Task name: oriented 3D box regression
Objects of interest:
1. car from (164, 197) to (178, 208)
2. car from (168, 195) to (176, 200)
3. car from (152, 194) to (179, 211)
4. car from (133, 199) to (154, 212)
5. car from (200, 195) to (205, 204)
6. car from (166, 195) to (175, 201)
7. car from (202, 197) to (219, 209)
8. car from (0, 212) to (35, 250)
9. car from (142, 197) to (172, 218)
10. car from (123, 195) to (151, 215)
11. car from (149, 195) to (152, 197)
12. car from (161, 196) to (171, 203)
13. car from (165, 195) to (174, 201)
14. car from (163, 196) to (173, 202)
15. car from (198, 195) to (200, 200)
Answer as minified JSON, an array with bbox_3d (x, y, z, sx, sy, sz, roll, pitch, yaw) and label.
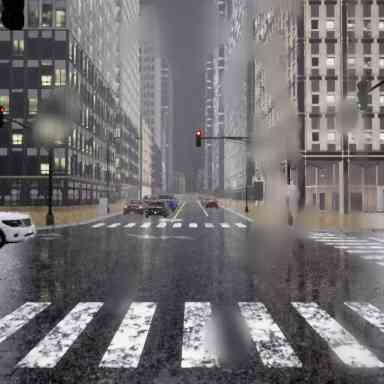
[{"bbox_3d":[-3.114,1.524,50.864,1.837,1.490,4.892,0,0,0],"label":"car"},{"bbox_3d":[-5.725,1.605,95.072,1.947,1.339,4.313,1,0,0],"label":"car"},{"bbox_3d":[-3.115,1.237,40.456,2.150,2.045,5.566,0,0,0],"label":"car"},{"bbox_3d":[-5.697,1.597,39.320,1.802,1.307,4.206,1,0,0],"label":"car"},{"bbox_3d":[2.676,1.547,56.288,1.752,1.417,4.829,1,0,0],"label":"car"},{"bbox_3d":[-5.722,1.587,89.497,2.008,1.369,4.403,1,0,0],"label":"car"},{"bbox_3d":[2.680,1.599,44.962,1.802,1.307,4.206,1,0,0],"label":"car"},{"bbox_3d":[-9.329,1.207,13.163,5.566,2.045,2.150,0,0,-9],"label":"car"},{"bbox_3d":[-3.116,1.516,30.428,1.837,1.490,4.892,0,0,0],"label":"car"},{"bbox_3d":[-5.691,1.453,33.745,1.967,1.590,4.097,1,0,0],"label":"car"},{"bbox_3d":[-5.694,1.332,44.896,2.192,1.841,5.009,1,0,0],"label":"car"},{"bbox_3d":[-5.713,1.573,72.771,1.887,1.381,4.507,1,0,0],"label":"car"},{"bbox_3d":[-5.719,1.578,83.922,1.887,1.381,4.507,1,0,0],"label":"car"},{"bbox_3d":[-5.716,1.582,78.347,2.008,1.369,4.403,1,0,0],"label":"car"},{"bbox_3d":[2.672,1.590,61.695,1.947,1.339,4.313,1,0,0],"label":"car"}]
